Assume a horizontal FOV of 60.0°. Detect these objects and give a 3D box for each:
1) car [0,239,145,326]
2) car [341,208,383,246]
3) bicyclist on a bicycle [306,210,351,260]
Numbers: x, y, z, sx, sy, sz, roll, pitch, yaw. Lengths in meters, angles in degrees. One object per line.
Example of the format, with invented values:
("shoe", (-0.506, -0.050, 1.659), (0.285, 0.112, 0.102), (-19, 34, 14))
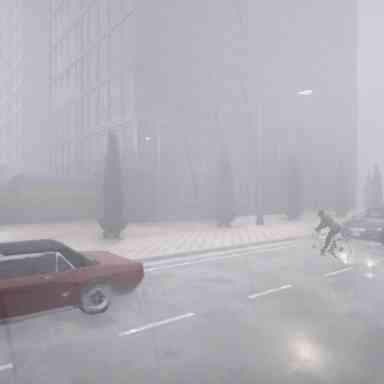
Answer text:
("car", (-3.343, 1.601, 5.955), (4.718, 1.301, 1.895), (0, 0, -37))
("car", (8.765, 1.490, 15.338), (4.902, 1.511, 2.128), (0, 0, -38))
("bicyclist on a bicycle", (4.554, 1.455, 11.261), (0.582, 1.620, 1.656), (0, -2, -38))
